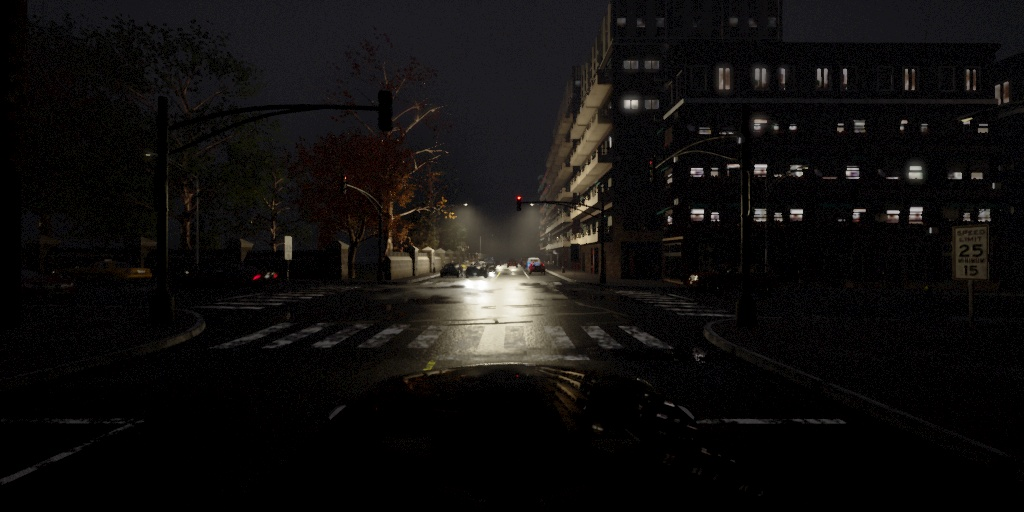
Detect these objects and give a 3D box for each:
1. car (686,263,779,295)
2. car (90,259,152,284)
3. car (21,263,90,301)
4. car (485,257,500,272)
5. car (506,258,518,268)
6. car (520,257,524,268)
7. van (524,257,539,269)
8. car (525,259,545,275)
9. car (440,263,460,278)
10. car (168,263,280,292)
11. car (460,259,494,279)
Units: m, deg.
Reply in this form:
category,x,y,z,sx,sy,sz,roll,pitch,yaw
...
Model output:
category,x,y,z,sx,sy,sz,roll,pitch,yaw
car,13.471,1.353,21.953,5.009,1.841,2.192,0,0,0
car,-24.721,0.882,21.631,4.829,1.417,1.751,0,0,0
car,-18.949,1.007,13.299,4.207,1.307,1.802,0,0,0
car,-3.047,1.265,47.397,2.128,1.511,4.902,0,0,0
car,0.066,1.304,62.609,1.837,1.490,4.892,0,0,0
car,2.751,1.230,56.827,1.967,1.591,4.097,0,0,0
van,2.739,1.116,45.566,1.690,1.789,3.998,0,0,0
car,2.732,1.314,39.936,1.888,1.381,4.507,0,0,0
car,-5.654,1.330,34.315,1.948,1.339,4.313,0,0,0
car,-15.152,1.061,18.749,5.357,1.411,2.033,1,0,4
car,-3.065,1.255,32.277,2.128,1.511,4.902,0,0,0
